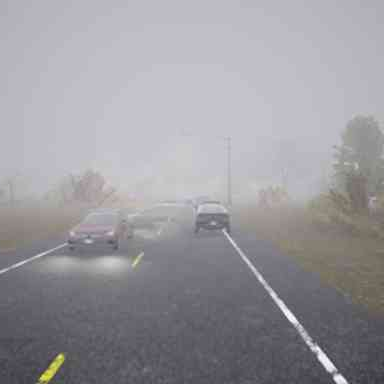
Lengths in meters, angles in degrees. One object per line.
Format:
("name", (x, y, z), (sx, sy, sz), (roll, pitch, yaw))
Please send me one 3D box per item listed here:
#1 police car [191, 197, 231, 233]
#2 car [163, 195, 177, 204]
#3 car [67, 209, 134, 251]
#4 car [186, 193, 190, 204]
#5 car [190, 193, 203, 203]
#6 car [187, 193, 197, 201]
("police car", (1.051, 1.321, 18.953), (1.930, 1.638, 5.238), (0, 0, 0))
("car", (-3.559, 1.210, 54.732), (1.994, 1.385, 4.181), (0, 1, 0))
("car", (-3.598, 1.451, 13.913), (1.812, 1.442, 4.674), (0, 0, 0))
("car", (0.004, 1.259, 53.320), (1.895, 1.301, 4.718), (0, 0, 0))
("car", (1.051, 1.145, 34.815), (2.097, 1.767, 4.553), (0, 0, 0))
("car", (-0.004, 0.980, 69.236), (2.033, 1.411, 5.357), (0, 0, 0))
